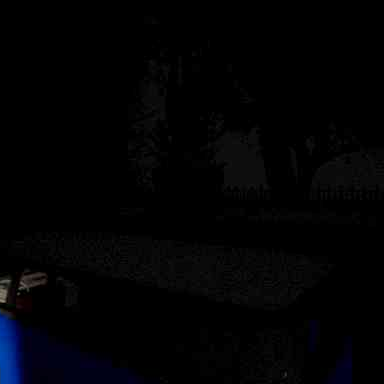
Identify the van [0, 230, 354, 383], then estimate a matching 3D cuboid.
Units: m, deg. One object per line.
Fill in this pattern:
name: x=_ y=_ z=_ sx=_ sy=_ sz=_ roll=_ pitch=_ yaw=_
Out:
van: x=-0.613 y=1.345 z=3.150 sx=3.998 sy=1.788 sz=1.690 roll=0 pitch=0 yaw=35
